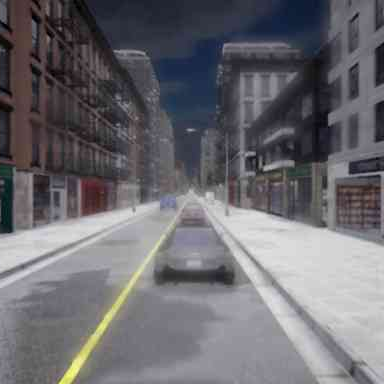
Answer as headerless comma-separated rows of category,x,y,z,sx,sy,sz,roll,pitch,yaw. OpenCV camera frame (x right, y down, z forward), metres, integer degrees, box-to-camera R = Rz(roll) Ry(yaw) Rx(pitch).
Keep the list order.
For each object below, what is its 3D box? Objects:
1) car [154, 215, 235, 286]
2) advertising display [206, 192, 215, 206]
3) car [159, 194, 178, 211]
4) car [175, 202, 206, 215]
car,0.064,1.588,9.510,1.994,1.385,4.181,0,0,0
advertising display,3.168,1.216,57.840,1.540,2.440,0.280,0,0,0
car,-3.076,1.357,44.273,2.150,2.045,5.566,0,0,0
car,0.076,1.618,25.380,2.033,1.411,5.357,0,0,0
